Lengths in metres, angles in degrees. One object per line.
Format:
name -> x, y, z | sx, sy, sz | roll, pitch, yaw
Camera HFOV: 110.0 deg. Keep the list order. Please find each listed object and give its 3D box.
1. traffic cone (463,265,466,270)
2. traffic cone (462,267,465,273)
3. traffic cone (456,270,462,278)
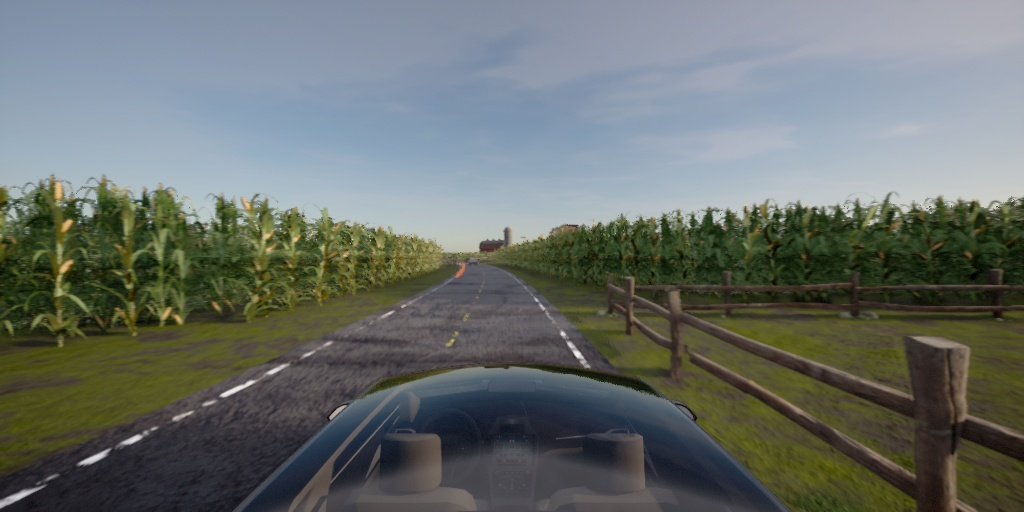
traffic cone -> -5.925, 1.720, 43.286 | 0.340, 0.580, 0.340 | 0, 0, -6
traffic cone -> -5.465, 1.719, 38.336 | 0.340, 0.580, 0.340 | 0, 0, -5
traffic cone -> -5.061, 1.718, 33.381 | 0.340, 0.580, 0.340 | 0, 0, -4
